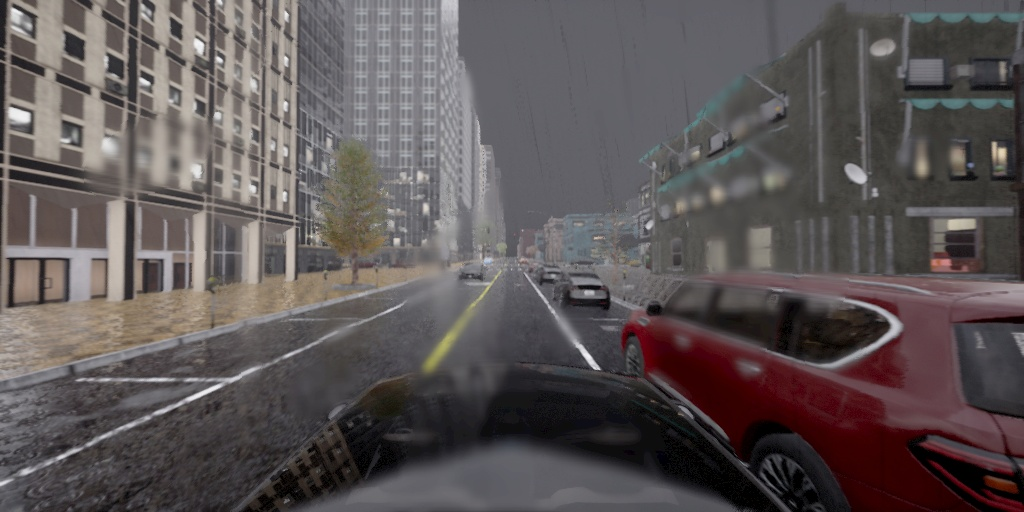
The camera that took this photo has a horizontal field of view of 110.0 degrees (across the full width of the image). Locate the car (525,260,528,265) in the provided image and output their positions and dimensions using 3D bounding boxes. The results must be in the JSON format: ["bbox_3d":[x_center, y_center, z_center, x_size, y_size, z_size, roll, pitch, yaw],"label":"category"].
[{"bbox_3d":[2.819,1.340,41.955,1.802,1.307,4.207,0,0,0],"label":"car"}]

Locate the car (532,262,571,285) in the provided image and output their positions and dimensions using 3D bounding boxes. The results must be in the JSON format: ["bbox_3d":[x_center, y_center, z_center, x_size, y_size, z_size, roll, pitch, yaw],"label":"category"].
[{"bbox_3d":[2.694,1.322,25.524,1.948,1.339,4.313,0,0,0],"label":"car"}]

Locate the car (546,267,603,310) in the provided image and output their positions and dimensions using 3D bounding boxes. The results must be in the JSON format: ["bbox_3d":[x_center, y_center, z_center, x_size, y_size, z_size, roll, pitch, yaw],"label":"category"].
[{"bbox_3d":[2.693,1.320,14.569,1.948,1.339,4.313,0,0,0],"label":"car"}]

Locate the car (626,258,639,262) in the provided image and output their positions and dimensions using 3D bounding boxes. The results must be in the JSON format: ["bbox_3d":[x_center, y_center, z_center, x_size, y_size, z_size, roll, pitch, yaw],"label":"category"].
[{"bbox_3d":[20.694,0.998,57.711,4.829,1.417,1.751,0,0,1],"label":"car"}]

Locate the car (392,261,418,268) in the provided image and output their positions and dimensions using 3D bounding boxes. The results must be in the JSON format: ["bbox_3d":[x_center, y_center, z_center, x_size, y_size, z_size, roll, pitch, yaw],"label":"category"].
[{"bbox_3d":[-17.414,1.417,58.080,4.207,1.307,1.802,0,0,1],"label":"car"}]

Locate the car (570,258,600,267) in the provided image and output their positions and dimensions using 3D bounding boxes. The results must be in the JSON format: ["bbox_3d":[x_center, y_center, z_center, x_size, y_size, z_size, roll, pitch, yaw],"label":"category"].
[{"bbox_3d":[12.275,1.011,60.497,4.892,1.490,1.837,0,-1,1],"label":"car"}]

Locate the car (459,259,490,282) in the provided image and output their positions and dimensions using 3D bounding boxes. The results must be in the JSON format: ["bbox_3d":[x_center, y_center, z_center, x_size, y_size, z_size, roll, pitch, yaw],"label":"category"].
[{"bbox_3d":[-3.096,1.261,28.914,1.837,1.490,4.892,0,0,0],"label":"car"}]

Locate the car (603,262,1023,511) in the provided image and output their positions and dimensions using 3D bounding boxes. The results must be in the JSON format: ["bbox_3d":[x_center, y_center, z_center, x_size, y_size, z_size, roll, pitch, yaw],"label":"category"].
[{"bbox_3d":[2.692,1.065,3.614,2.192,1.841,5.009,0,0,0],"label":"car"}]

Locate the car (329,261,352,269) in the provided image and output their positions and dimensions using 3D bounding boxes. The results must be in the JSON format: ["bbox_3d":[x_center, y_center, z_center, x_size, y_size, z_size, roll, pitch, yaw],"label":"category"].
[{"bbox_3d":[-28.611,1.470,58.188,4.829,1.417,1.751,0,0,1],"label":"car"}]

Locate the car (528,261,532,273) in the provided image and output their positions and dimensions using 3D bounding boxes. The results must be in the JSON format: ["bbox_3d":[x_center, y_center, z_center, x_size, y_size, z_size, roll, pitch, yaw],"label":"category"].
[{"bbox_3d":[2.694,1.307,31.002,2.007,1.370,4.403,0,0,0],"label":"car"}]

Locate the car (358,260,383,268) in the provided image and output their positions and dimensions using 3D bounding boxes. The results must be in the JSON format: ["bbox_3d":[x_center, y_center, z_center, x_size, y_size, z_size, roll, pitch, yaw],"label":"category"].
[{"bbox_3d":[-23.098,1.330,58.135,4.097,1.591,1.967,0,0,1],"label":"car"}]
